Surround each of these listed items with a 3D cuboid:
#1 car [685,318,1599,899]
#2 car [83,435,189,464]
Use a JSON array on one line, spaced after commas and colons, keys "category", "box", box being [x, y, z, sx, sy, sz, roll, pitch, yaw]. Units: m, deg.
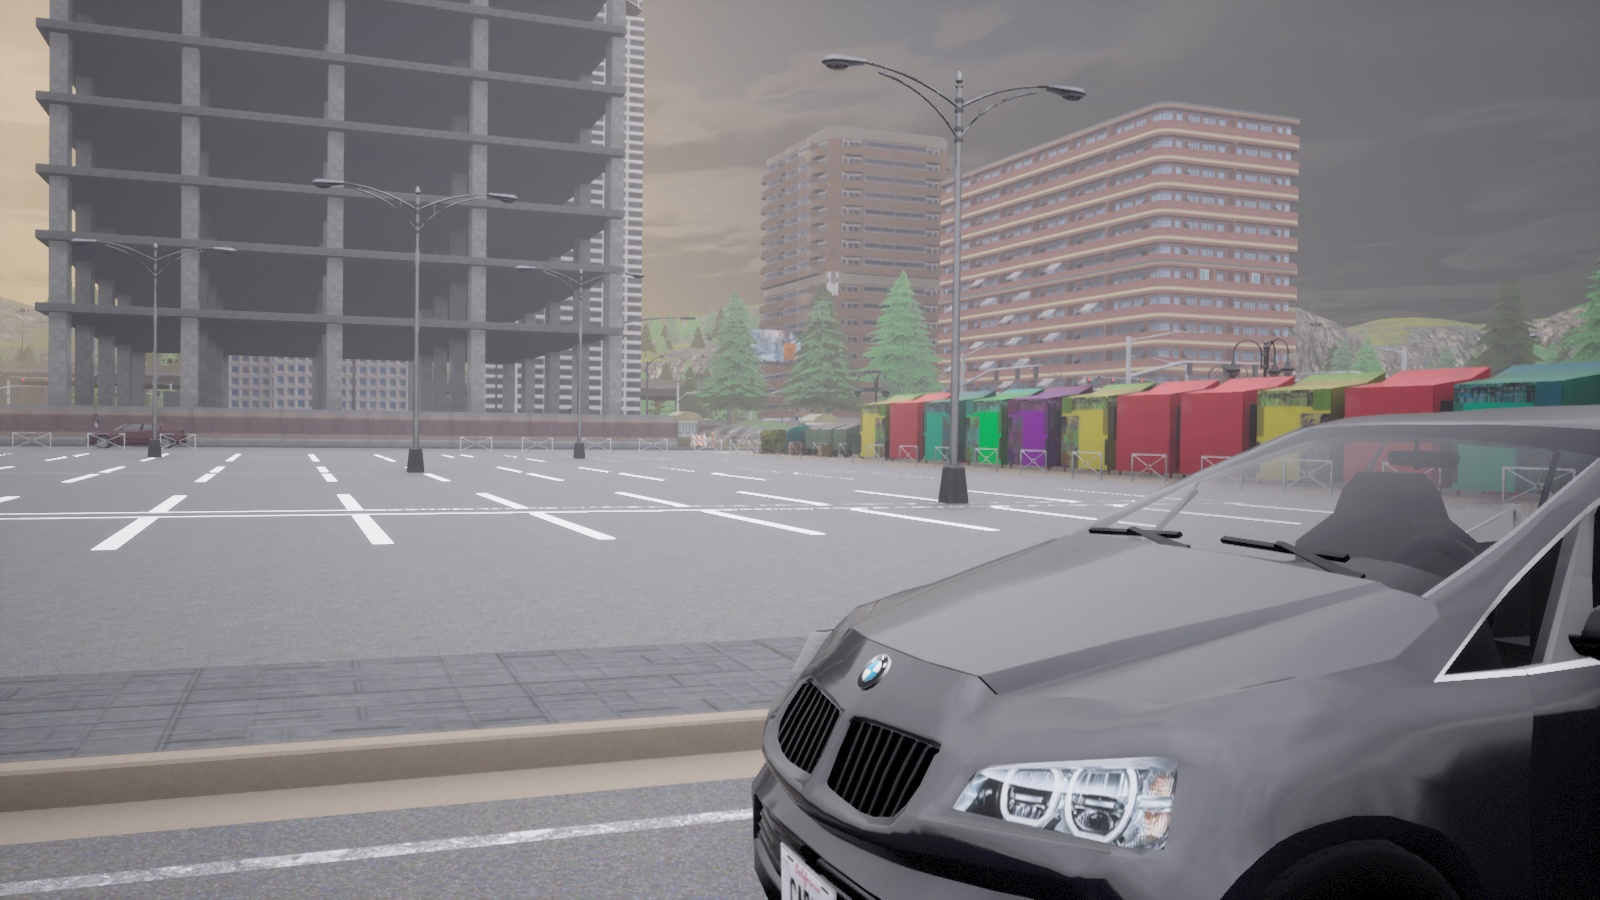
[{"category": "car", "box": [2.169, 0.559, 4.061, 4.611, 1.667, 2.242, -1, 1, -21]}, {"category": "car", "box": [-36.933, -0.032, 69.992, 5.008, 1.535, 1.882, -1, 1, -23]}]
